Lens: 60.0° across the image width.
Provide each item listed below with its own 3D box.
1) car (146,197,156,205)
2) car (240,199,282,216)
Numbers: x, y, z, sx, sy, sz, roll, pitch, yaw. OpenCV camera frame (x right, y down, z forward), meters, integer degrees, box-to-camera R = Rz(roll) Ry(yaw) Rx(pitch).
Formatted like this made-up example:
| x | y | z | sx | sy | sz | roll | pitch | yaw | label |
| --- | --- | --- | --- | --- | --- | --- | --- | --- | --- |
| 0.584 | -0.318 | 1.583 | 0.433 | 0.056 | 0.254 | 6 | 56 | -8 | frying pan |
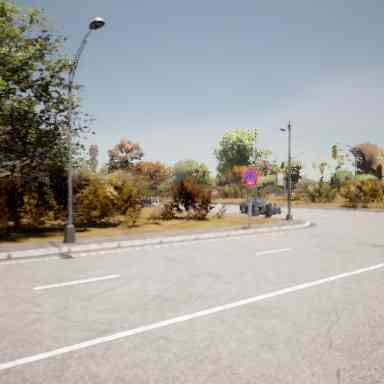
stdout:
| x | y | z | sx | sy | sz | roll | pitch | yaw | label |
| --- | --- | --- | --- | --- | --- | --- | --- | --- | --- |
| -7.142 | 1.443 | 54.979 | 1.895 | 1.301 | 4.718 | 0 | 1 | -32 | car |
| 6.763 | 1.525 | 32.957 | 1.837 | 1.490 | 4.892 | 0 | 2 | -32 | car |
